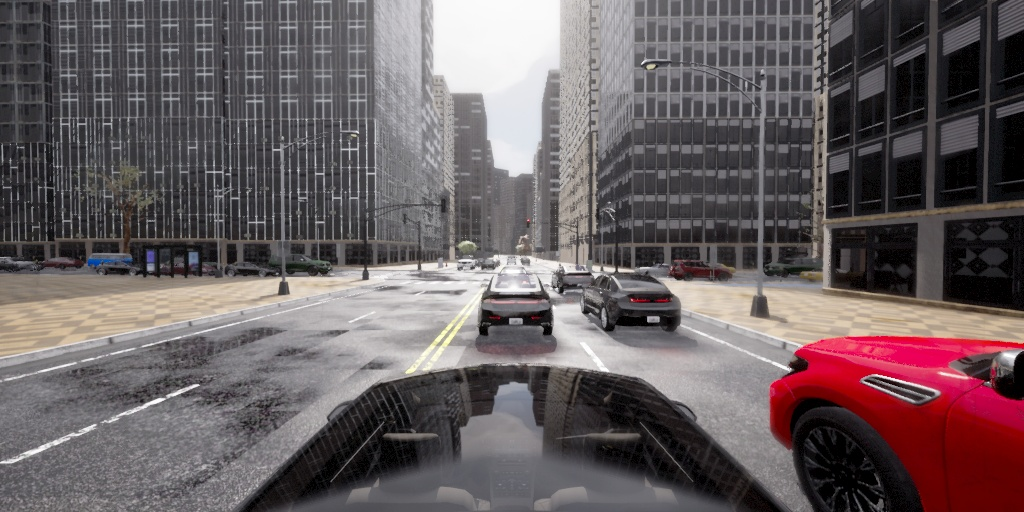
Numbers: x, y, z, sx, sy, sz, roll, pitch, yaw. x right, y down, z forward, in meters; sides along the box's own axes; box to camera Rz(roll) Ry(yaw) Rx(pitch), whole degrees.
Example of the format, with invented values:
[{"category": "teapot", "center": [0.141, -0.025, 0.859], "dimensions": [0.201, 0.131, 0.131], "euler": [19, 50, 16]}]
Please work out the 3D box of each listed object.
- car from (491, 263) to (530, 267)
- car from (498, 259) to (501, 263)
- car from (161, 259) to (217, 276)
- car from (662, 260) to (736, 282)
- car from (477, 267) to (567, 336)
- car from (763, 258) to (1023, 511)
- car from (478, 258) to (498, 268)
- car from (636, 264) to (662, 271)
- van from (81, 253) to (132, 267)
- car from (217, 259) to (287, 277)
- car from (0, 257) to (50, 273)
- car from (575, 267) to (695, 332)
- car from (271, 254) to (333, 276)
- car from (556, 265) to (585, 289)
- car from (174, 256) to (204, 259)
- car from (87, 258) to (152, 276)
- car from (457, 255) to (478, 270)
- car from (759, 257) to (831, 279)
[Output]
[{"category": "car", "center": [0.079, 1.288, 20.128], "dimensions": [2.033, 1.411, 5.357], "euler": [0, 0, 0]}, {"category": "car", "center": [-3.394, 1.266, 62.412], "dimensions": [1.994, 1.385, 4.181], "euler": [0, 0, 0]}, {"category": "car", "center": [-28.450, 1.137, 31.606], "dimensions": [4.207, 1.307, 1.802], "euler": [0, 0, 1]}, {"category": "car", "center": [16.160, 1.269, 30.997], "dimensions": [5.009, 1.841, 2.192], "euler": [0, 0, 1]}, {"category": "car", "center": [0.090, 1.238, 10.393], "dimensions": [2.128, 1.511, 4.902], "euler": [0, 0, 0]}, {"category": "car", "center": [3.349, 0.965, 0.772], "dimensions": [2.150, 2.045, 5.566], "euler": [0, -1, 0]}, {"category": "car", "center": [-3.398, 1.192, 52.166], "dimensions": [1.882, 1.535, 5.008], "euler": [0, 0, 0]}, {"category": "car", "center": [15.058, 1.452, 36.779], "dimensions": [4.718, 1.301, 1.895], "euler": [0, 1, 0]}, {"category": "van", "center": [-45.332, 0.604, 40.420], "dimensions": [3.998, 1.789, 1.690], "euler": [0, 0, 1]}, {"category": "car", "center": [-22.766, 1.173, 31.479], "dimensions": [4.313, 1.339, 1.948], "euler": [0, 0, 1]}, {"category": "car", "center": [-48.423, 0.853, 34.723], "dimensions": [4.674, 1.442, 1.812], "euler": [0, 1, 2]}, {"category": "car", "center": [3.339, 1.251, 10.888], "dimensions": [1.837, 1.490, 4.892], "euler": [0, 0, 0]}, {"category": "car", "center": [-20.134, 0.809, 34.131], "dimensions": [5.566, 2.045, 2.150], "euler": [0, 1, 1]}, {"category": "car", "center": [3.330, 1.232, 20.136], "dimensions": [2.128, 1.511, 4.902], "euler": [0, 0, 0]}, {"category": "car", "center": [-30.430, 0.846, 34.332], "dimensions": [4.553, 1.767, 2.097], "euler": [0, 1, 1]}, {"category": "car", "center": [-34.131, 1.069, 31.772], "dimensions": [4.313, 1.339, 1.948], "euler": [0, 0, 1]}, {"category": "car", "center": [-6.648, 0.935, 52.614], "dimensions": [2.150, 2.045, 5.566], "euler": [0, 0, 0]}, {"category": "car", "center": [28.731, 1.193, 36.568], "dimensions": [5.566, 2.045, 2.150], "euler": [1, 1, 1]}]
